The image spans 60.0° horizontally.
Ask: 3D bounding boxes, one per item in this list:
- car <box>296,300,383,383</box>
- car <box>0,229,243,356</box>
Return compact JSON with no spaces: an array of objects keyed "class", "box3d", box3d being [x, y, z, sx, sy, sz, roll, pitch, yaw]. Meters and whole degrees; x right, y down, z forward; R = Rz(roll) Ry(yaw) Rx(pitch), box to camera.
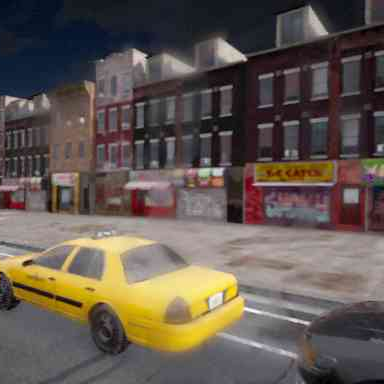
[{"class":"car","box3d":[3.278,1.510,2.419,4.892,1.490,1.837,0,0,36]},{"class":"car","box3d":[-1.759,1.445,6.019,5.366,1.575,1.801,0,0,36]}]
